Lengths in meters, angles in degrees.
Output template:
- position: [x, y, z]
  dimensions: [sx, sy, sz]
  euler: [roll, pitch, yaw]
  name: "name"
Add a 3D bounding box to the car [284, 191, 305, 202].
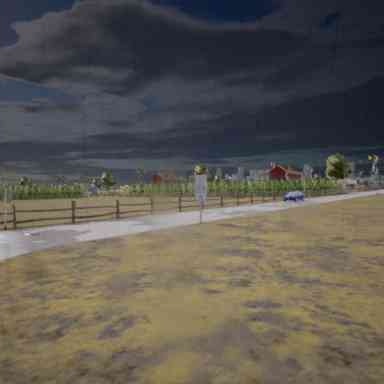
- position: [15.132, 0.618, 49.148]
  dimensions: [1.882, 1.535, 5.008]
  euler: [0, 1, 36]
  name: "car"
